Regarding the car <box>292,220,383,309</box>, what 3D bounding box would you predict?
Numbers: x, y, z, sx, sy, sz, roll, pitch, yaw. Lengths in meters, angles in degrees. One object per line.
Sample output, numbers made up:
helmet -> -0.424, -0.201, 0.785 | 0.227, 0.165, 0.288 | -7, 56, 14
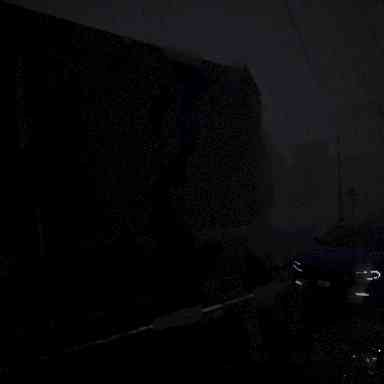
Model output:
car -> 4.287, 1.510, 8.230 | 1.882, 1.535, 5.008 | -1, -1, 44
